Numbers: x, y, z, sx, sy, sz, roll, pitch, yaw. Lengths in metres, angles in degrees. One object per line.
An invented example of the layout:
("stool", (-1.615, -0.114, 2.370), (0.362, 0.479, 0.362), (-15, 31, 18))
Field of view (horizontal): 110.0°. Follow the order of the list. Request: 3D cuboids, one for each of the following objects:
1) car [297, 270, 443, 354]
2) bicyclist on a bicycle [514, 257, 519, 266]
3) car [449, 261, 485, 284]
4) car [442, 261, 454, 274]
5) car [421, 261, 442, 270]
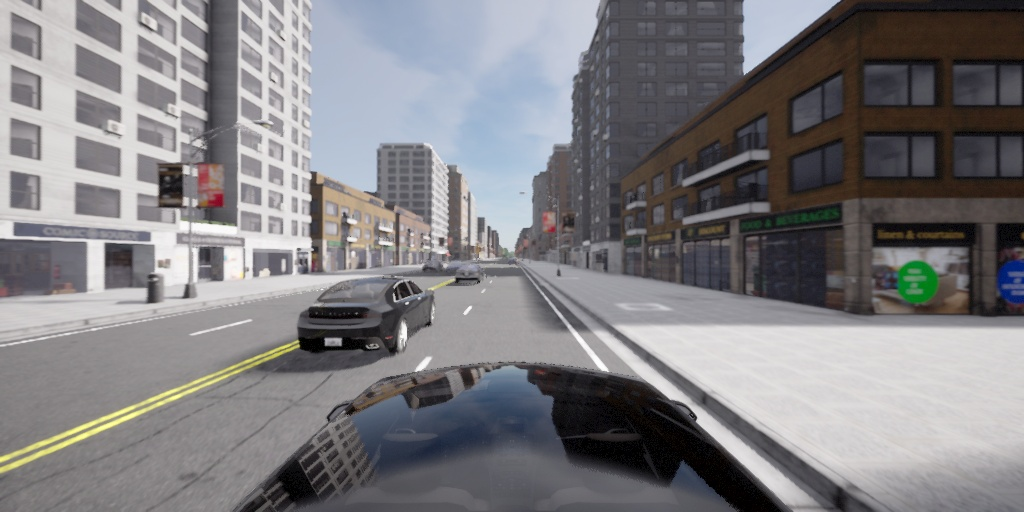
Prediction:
("car", (-3.151, 1.257, 8.736), (1.837, 1.490, 4.892), (0, 0, 0))
("bicyclist on a bicycle", (0.880, 1.199, 64.619), (0.866, 1.612, 1.509), (0, -1, 0))
("car", (-3.151, 1.302, 27.424), (2.033, 1.411, 5.357), (0, 0, 0))
("car", (-6.589, 1.283, 42.209), (1.812, 1.442, 4.674), (0, 0, 0))
("car", (-9.830, 1.305, 44.913), (2.033, 1.411, 5.357), (0, 0, 0))
